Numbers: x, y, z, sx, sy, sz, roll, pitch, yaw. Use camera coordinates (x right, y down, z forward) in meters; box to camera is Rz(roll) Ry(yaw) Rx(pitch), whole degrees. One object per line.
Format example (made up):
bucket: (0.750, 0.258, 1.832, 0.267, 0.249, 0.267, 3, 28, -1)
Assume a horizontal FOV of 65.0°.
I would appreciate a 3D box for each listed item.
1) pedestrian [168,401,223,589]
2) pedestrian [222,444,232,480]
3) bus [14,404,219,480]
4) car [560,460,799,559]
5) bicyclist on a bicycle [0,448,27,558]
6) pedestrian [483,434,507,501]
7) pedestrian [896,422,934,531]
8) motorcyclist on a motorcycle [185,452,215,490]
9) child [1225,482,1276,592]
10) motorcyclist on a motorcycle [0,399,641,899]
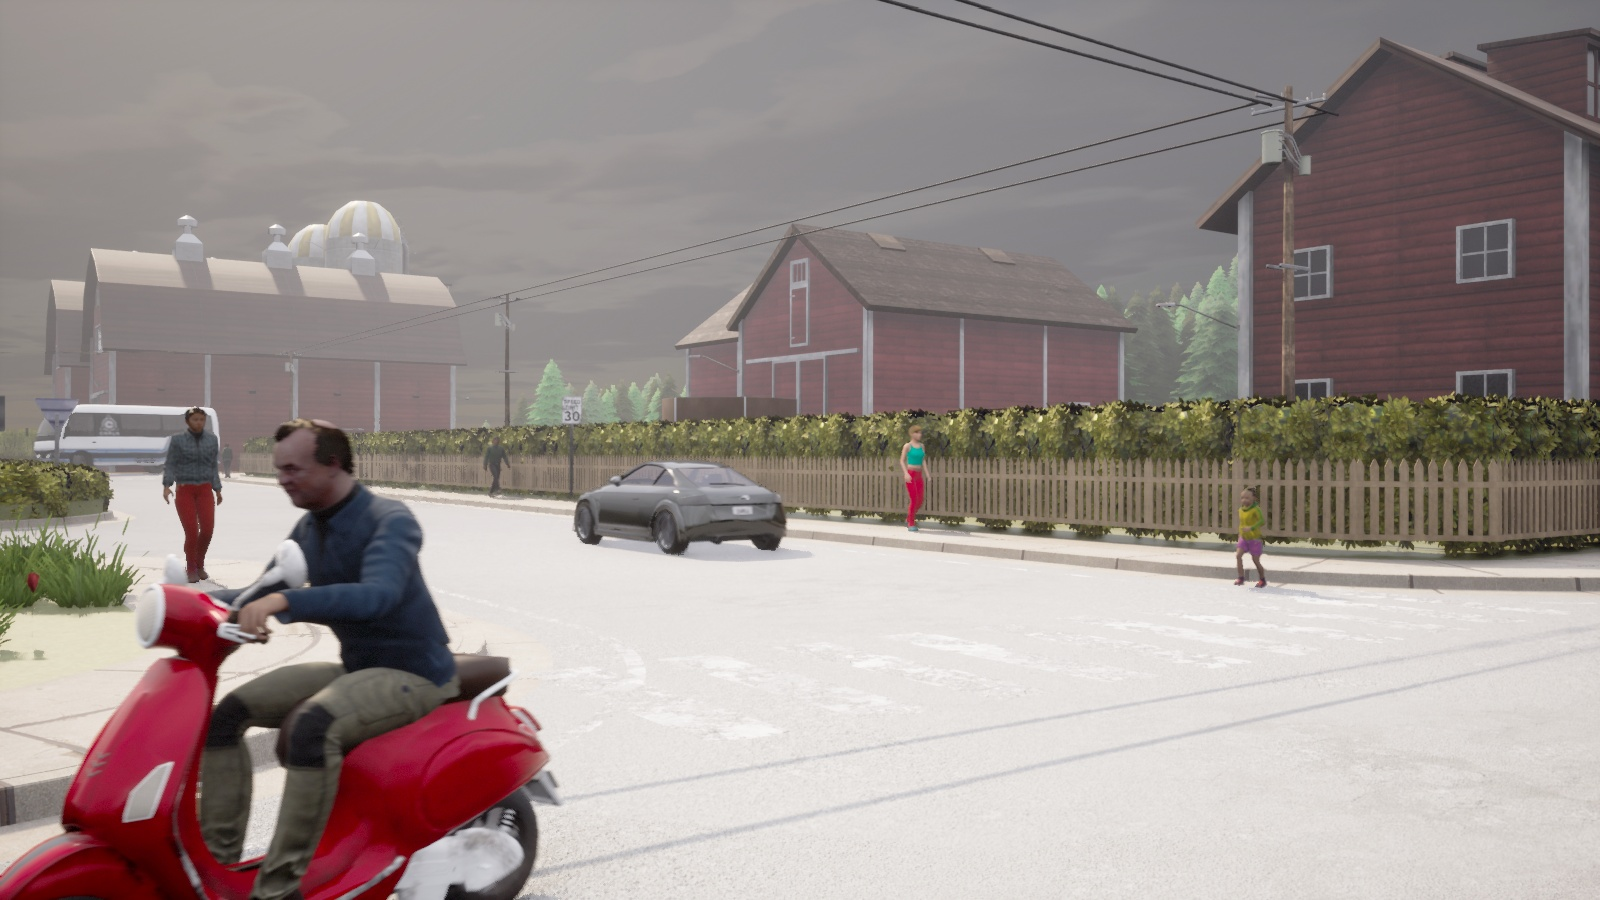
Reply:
pedestrian: (-6.125, 0.444, 12.716, 0.353, 1.847, 0.614, 0, 0, -41)
pedestrian: (-29.133, 0.618, 63.816, 0.353, 1.847, 0.614, 0, 0, -36)
bus: (-41.659, -0.435, 76.959, 3.944, 4.253, 10.273, -2, -1, 36)
car: (-2.038, 0.862, 20.066, 1.994, 1.385, 4.181, 0, 0, -35)
bicyclist on a bicycle: (-12.366, 0.769, 18.465, 1.656, 1.620, 0.582, 1, 0, -29)
pedestrian: (-8.918, 0.509, 36.737, 0.423, 1.949, 0.788, 0, 0, -36)
pedestrian: (1.960, 0.448, 21.388, 0.345, 1.836, 0.594, 0, 0, -36)
motorcyclist on a motorcycle: (-25.631, 0.884, 53.594, 0.866, 1.590, 1.817, 0, 0, -35)
child: (4.918, 0.939, 13.701, 0.473, 1.160, 0.299, 0, 0, -35)
motorcyclist on a motorcycle: (-1.406, 0.710, 3.490, 0.866, 1.590, 1.817, -3, -2, 36)
